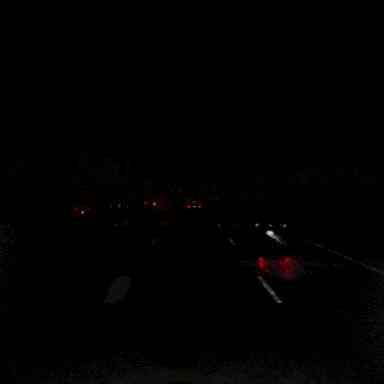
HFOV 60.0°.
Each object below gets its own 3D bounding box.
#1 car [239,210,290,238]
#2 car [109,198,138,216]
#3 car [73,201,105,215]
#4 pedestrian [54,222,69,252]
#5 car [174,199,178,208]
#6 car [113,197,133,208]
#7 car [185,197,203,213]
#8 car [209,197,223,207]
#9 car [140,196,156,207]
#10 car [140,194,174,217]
[{"bbox_3d":[3.675,1.601,17.773,1.895,1.301,4.718,0,0,0],"label":"car"},{"bbox_3d":[-6.759,1.353,33.113,2.097,1.767,4.553,0,0,0],"label":"car"},{"bbox_3d":[-10.257,1.600,33.452,1.895,1.301,4.718,0,0,0],"label":"car"},{"bbox_3d":[-4.902,1.674,12.509,0.500,1.100,0.500,0,0,0],"label":"pedestrian"},{"bbox_3d":[-3.201,1.504,47.276,1.837,1.490,4.892,0,0,0],"label":"car"},{"bbox_3d":[-10.174,1.547,49.465,2.033,1.411,5.357,0,0,-2],"label":"car"},{"bbox_3d":[0.258,1.547,36.758,2.033,1.411,5.357,0,0,0],"label":"car"},{"bbox_3d":[3.809,1.478,52.732,1.882,1.535,5.008,0,0,0],"label":"car"},{"bbox_3d":[-6.692,1.478,50.945,1.882,1.535,5.008,0,0,0],"label":"car"},{"bbox_3d":[-3.264,1.213,31.880,2.150,2.045,5.566,0,-1,0],"label":"car"}]
